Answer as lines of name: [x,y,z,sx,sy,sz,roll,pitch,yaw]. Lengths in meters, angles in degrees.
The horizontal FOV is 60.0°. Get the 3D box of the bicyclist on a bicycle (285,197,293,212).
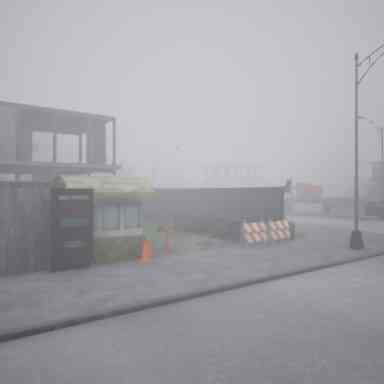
bicyclist on a bicycle: [10.440,1.345,36.063,1.656,1.620,0.582,0,0,-35]
